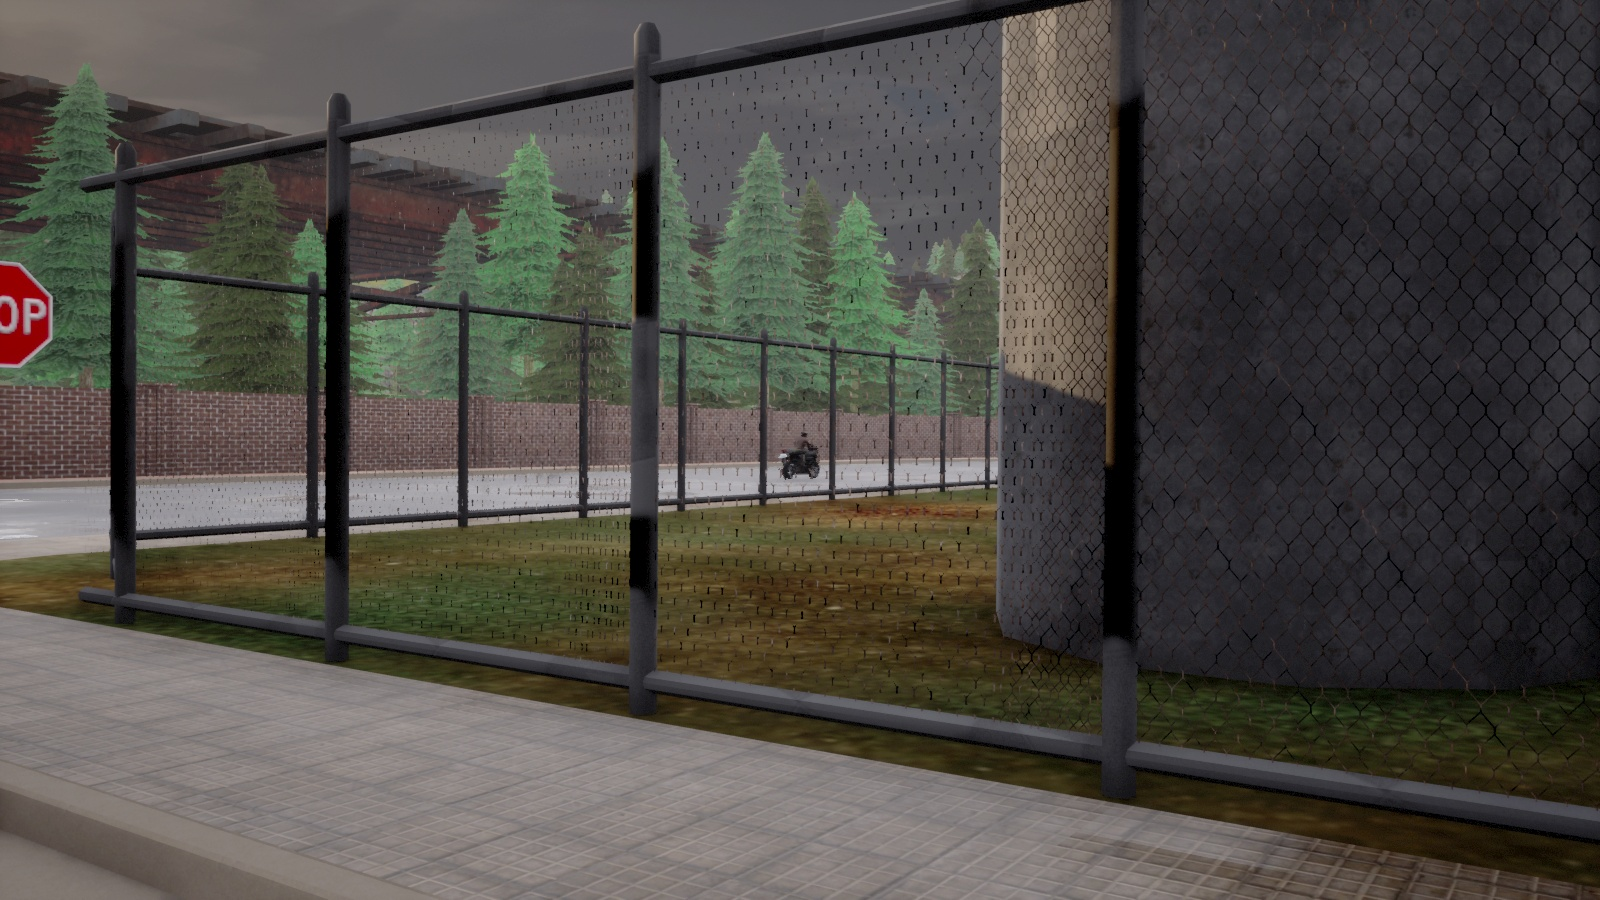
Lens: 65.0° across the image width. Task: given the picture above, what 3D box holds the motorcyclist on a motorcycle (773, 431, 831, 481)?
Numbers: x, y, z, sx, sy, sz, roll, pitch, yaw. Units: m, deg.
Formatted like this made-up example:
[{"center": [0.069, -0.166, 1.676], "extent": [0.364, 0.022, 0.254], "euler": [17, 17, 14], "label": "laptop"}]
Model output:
[{"center": [0.090, 0.177, 39.244], "extent": [0.797, 1.523, 2.044], "euler": [0, 1, 34], "label": "motorcyclist on a motorcycle"}]

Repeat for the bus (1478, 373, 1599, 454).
[{"center": [43.339, -1.975, 68.672], "extent": [10.273, 4.253, 3.944], "euler": [0, 0, 6], "label": "bus"}]
